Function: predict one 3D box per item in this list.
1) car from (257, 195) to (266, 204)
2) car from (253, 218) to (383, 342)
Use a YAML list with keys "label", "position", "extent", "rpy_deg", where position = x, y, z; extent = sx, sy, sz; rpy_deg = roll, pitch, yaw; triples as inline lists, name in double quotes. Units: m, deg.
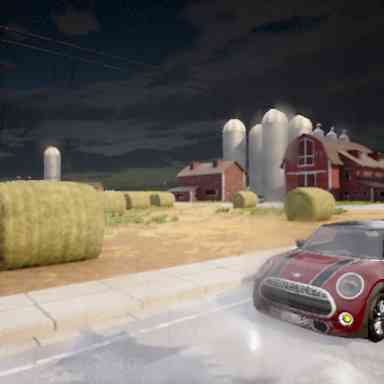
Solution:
- label: "car"
  position: [14.737, 1.727, 74.794]
  extent: [3.866, 1.878, 1.905]
  rpy_deg: [-2, 5, 8]
- label: "car"
  position: [3.308, 1.393, 6.711]
  extent: [4.553, 1.767, 2.097]
  rpy_deg: [0, -1, -39]
